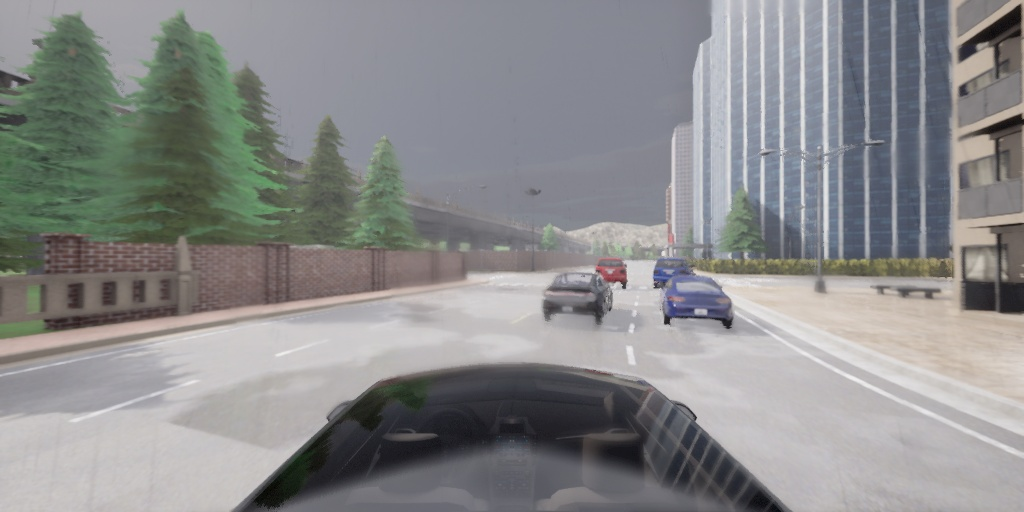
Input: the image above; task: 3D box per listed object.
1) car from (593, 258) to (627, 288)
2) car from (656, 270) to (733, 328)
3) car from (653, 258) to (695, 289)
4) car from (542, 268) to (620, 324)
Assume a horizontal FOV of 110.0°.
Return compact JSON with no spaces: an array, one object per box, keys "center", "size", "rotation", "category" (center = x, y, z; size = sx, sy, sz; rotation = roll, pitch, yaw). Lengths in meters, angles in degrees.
[{"center":[7.145,1.173,26.129],"size":[2.150,2.045,5.566],"rotation":[0,0,15],"category":"car"},{"center":[5.914,1.364,11.874],"size":[1.812,1.442,4.674],"rotation":[0,0,20],"category":"car"},{"center":[11.151,1.169,24.595],"size":[2.150,2.045,5.566],"rotation":[-1,-1,31],"category":"car"},{"center":[2.414,1.328,12.491],"size":[2.128,1.511,4.902],"rotation":[0,-1,20],"category":"car"}]
